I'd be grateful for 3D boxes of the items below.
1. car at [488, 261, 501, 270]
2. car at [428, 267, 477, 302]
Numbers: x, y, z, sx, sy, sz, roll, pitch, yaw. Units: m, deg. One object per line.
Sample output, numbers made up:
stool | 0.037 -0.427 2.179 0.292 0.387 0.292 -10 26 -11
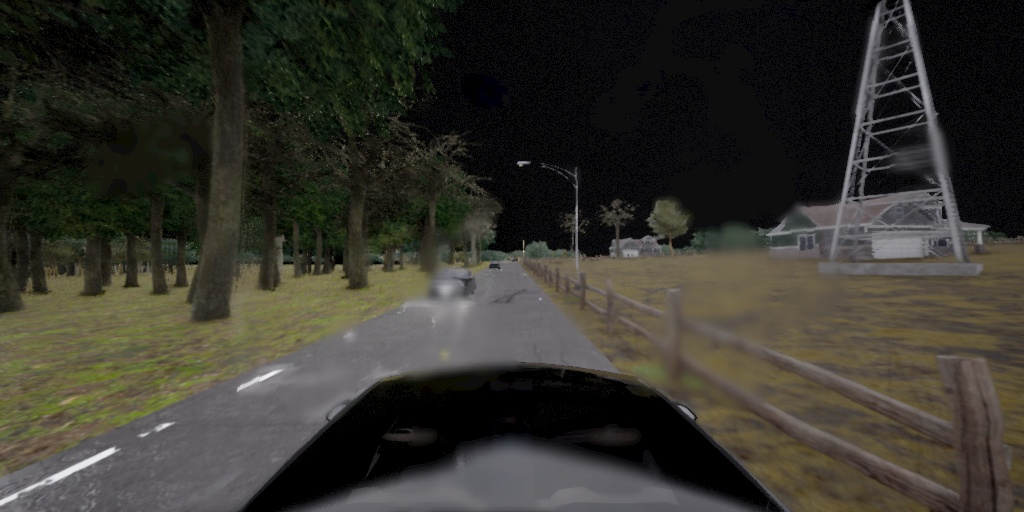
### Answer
car | -2.768 1.489 58.448 2.033 1.411 5.357 0 0 1
car | -2.842 1.333 17.845 2.128 1.511 4.902 0 0 0
